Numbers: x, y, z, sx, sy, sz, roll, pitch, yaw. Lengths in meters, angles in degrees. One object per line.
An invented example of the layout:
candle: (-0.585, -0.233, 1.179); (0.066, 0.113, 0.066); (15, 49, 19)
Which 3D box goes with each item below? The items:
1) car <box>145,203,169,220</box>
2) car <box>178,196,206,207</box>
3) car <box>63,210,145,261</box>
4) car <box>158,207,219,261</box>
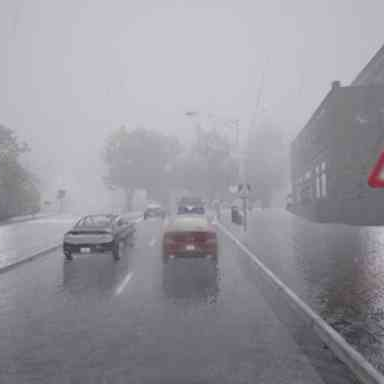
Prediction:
car: (-3.058, 1.681, 29.617); (1.812, 1.442, 4.674); (-1, 0, 5)
car: (-0.010, 1.349, 27.645); (2.150, 2.045, 5.566); (0, 0, 3)
car: (-3.324, 1.597, 12.738); (2.128, 1.511, 4.902); (0, 0, -1)
car: (-0.074, 1.577, 12.781); (1.882, 1.535, 5.008); (0, 0, -1)
